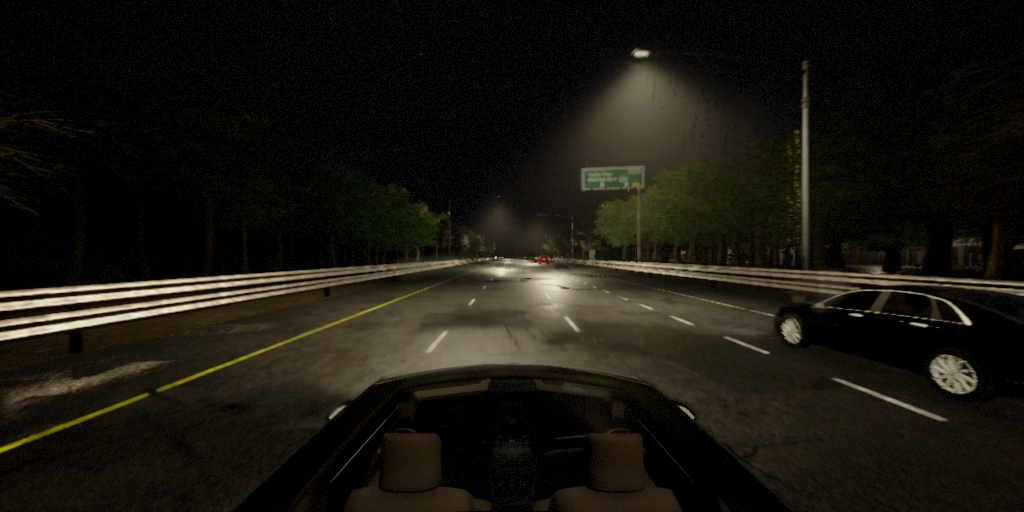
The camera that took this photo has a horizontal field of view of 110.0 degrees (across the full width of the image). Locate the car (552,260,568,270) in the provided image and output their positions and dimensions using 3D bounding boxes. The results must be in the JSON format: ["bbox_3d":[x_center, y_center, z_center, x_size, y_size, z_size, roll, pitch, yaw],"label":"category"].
[{"bbox_3d":[7.106,1.278,53.289,2.033,1.411,5.357,0,0,0],"label":"car"}]

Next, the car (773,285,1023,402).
[{"bbox_3d":[7.003,1.263,6.354,1.837,1.490,4.892,0,0,0],"label":"car"}]
